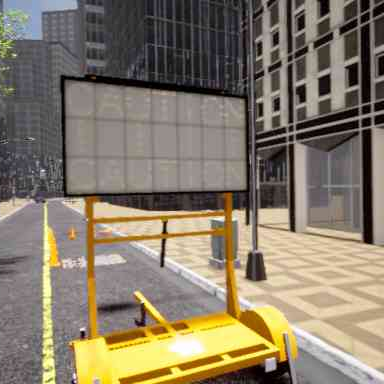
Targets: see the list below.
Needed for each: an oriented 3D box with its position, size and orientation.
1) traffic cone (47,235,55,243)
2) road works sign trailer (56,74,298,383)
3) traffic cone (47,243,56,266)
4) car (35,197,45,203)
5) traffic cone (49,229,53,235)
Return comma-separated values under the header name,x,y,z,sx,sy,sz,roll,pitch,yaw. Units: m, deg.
name,x,y,z,sx,sy,sz,roll,pitch,yaw
traffic cone,-5.078,1.959,12.080,0.340,0.580,0.340,-1,0,-24
road works sign trailer,-0.400,0.430,4.310,2.380,3.560,2.880,-1,0,-24
traffic cone,-4.269,1.956,10.251,0.340,0.580,0.340,-1,0,-24
car,-34.505,1.838,75.651,1.994,1.385,4.181,-1,0,-21
traffic cone,-5.887,1.962,13.909,0.340,0.580,0.340,-1,0,-24
